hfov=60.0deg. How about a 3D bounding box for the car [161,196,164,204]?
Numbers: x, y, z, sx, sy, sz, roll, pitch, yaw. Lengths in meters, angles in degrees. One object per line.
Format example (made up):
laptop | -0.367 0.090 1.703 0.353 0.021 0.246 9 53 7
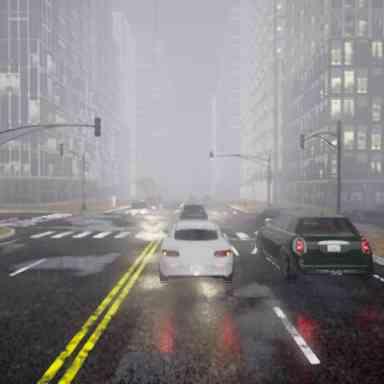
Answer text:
car | -6.500 1.407 63.798 1.882 1.535 5.008 0 0 0

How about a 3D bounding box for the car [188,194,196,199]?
car | 0.002 1.407 72.655 1.837 1.490 4.892 0 0 0

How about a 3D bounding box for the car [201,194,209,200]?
car | 3.251 1.253 83.072 1.812 1.442 4.674 0 0 0

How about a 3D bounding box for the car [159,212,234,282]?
car | 0.102 1.518 9.587 1.812 1.442 4.674 0 0 0

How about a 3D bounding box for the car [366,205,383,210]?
car | 15.093 1.699 27.671 4.718 1.301 1.895 0 1 1

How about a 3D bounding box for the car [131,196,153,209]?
car | -6.589 1.523 43.099 1.994 1.385 4.181 0 0 0

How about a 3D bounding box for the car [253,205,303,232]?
car | 5.785 1.674 22.094 1.994 1.385 4.181 0 1 33

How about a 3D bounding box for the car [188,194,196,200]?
car | 0.001 1.207 83.073 1.882 1.535 5.008 0 0 0

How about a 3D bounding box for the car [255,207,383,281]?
car | 3.352 1.344 9.974 2.097 1.767 4.553 0 0 0

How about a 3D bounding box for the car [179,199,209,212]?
car | 0.113 1.548 23.752 1.837 1.490 4.892 1 1 0

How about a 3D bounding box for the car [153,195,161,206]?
car | -6.567 1.423 53.424 1.882 1.535 5.008 0 0 1

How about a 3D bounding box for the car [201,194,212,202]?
car | 3.252 1.385 72.655 1.882 1.535 5.008 0 0 0
